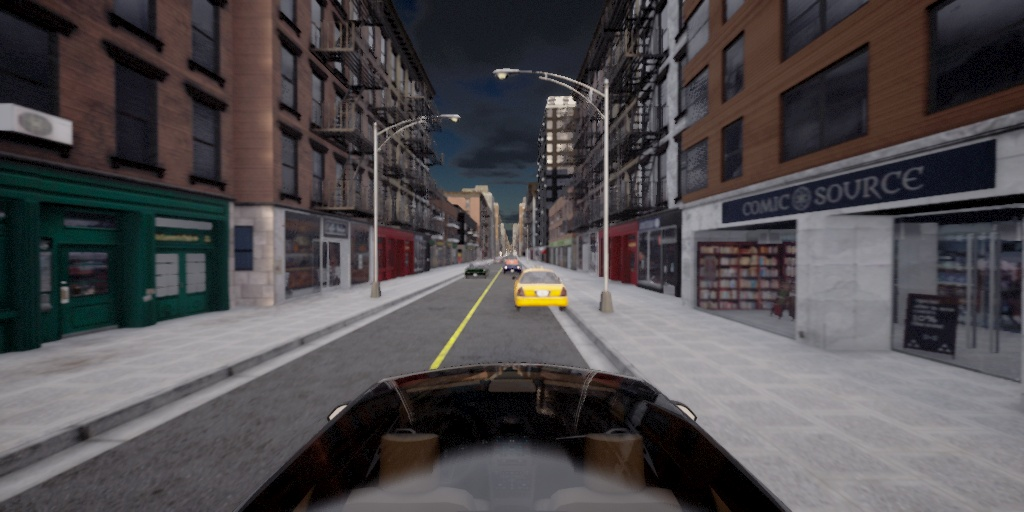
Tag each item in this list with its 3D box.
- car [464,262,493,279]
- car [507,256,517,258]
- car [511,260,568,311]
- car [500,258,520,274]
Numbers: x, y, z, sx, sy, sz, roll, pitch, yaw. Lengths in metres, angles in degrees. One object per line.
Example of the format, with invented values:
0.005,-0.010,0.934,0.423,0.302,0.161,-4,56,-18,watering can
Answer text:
-2.855,1.157,30.059,1.895,1.301,4.718,0,0,0,car
0.006,0.786,50.734,2.097,1.767,4.553,0,0,0,car
0.959,1.120,13.804,1.801,1.575,5.366,0,0,0,car
0.037,1.116,36.655,1.895,1.301,4.718,0,0,0,car
